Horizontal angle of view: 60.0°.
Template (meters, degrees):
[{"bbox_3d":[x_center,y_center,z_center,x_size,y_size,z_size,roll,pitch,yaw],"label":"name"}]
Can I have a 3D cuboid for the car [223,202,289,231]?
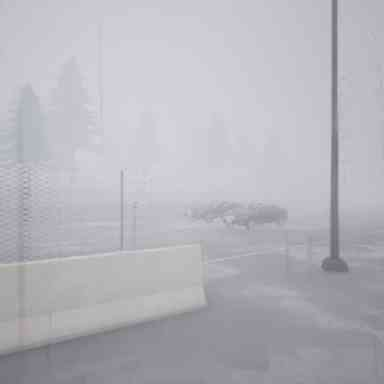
[{"bbox_3d":[3.967,1.391,20.420,4.902,1.511,2.128,0,0,-40],"label":"car"}]

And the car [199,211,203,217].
[{"bbox_3d":[1.700,1.243,23.087,4.902,1.511,2.128,0,0,-40],"label":"car"}]
